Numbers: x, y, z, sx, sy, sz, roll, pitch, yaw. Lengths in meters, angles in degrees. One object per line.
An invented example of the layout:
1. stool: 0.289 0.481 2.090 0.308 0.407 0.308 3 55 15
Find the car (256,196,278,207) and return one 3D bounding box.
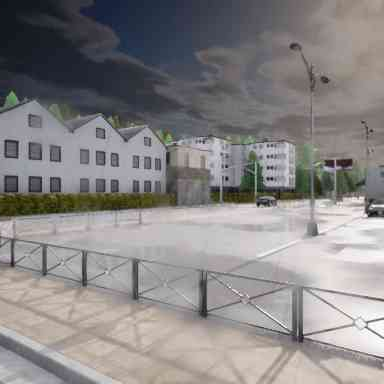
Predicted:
1. car: 10.673 1.313 47.132 1.837 1.490 4.892 0 0 32

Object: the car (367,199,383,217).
1. car: 15.421 1.298 26.811 2.007 1.523 4.514 0 0 35
